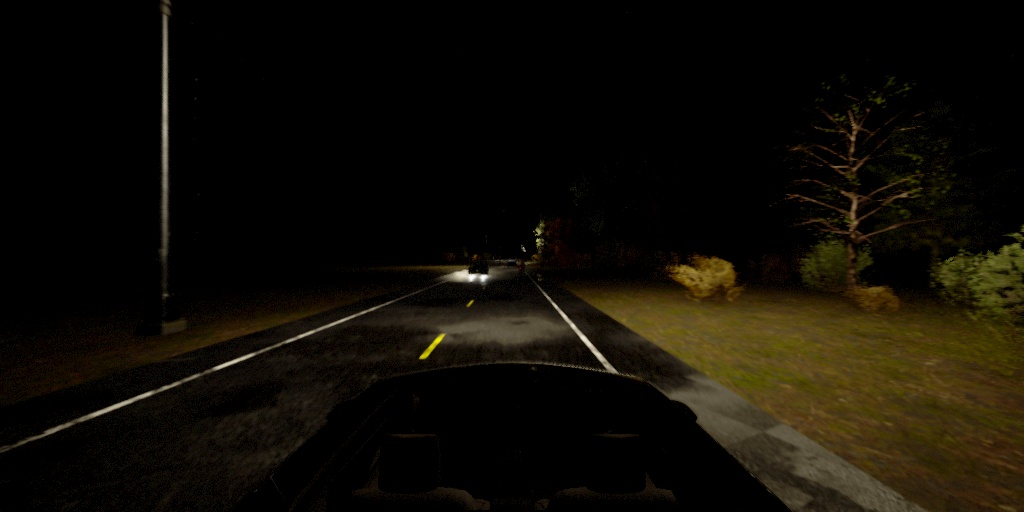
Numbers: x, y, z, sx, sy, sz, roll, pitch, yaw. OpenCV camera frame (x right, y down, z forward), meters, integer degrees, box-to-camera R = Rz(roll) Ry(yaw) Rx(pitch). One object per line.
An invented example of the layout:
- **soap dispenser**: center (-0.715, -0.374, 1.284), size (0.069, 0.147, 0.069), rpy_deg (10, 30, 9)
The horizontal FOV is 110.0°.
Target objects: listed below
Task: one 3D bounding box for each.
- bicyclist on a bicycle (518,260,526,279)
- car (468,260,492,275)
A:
- **bicyclist on a bicycle**: center (0.939, 1.222, 31.093), size (0.582, 1.620, 1.656), rpy_deg (0, 0, 0)
- **car**: center (-3.593, 1.337, 38.928), size (1.994, 1.385, 4.181), rpy_deg (0, 0, 0)
